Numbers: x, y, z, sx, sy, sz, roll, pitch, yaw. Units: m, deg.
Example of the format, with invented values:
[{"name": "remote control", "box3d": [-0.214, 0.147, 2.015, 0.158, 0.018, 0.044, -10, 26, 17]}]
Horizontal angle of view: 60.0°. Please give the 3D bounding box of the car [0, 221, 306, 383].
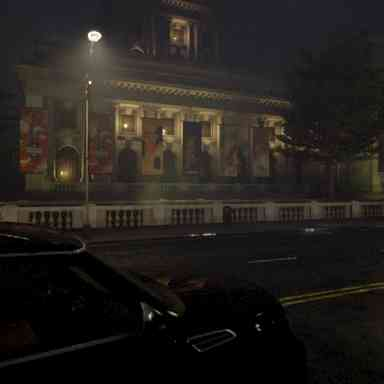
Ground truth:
[{"name": "car", "box3d": [-1.581, 1.218, 2.373, 5.566, 2.045, 2.150, 1, 0, -36]}]
